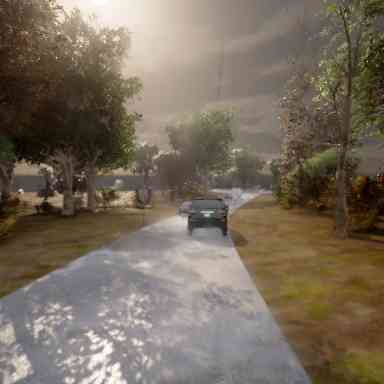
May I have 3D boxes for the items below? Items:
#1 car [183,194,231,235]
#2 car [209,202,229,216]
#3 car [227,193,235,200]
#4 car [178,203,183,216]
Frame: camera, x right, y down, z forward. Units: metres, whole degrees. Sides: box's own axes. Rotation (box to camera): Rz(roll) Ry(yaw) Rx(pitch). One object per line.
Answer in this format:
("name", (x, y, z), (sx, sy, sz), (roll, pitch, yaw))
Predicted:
("car", (0.989, 1.301, 19.692), (2.150, 2.045, 5.566), (0, -1, 5))
("car", (3.105, 1.858, 37.568), (1.994, 1.385, 4.181), (0, -1, 8))
("car", (8.445, 0.999, 74.275), (1.882, 1.535, 5.008), (1, 2, 16))
("car", (-0.254, 1.733, 34.914), (1.837, 1.490, 4.892), (1, -1, 8))
